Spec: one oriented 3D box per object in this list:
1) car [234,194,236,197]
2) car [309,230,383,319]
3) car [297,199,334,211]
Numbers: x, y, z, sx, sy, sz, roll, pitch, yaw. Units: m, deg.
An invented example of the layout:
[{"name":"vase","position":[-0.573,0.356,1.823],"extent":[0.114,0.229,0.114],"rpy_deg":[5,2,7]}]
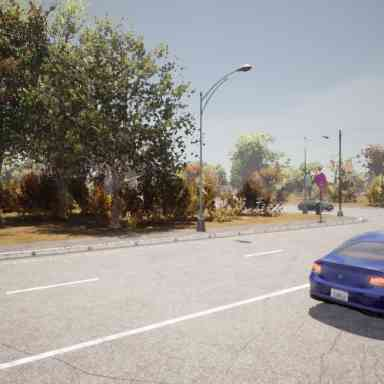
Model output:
[{"name":"car","position":[8.318,1.208,49.426],"extent":[2.150,2.045,5.566],"rpy_deg":[0,0,-33]},{"name":"car","position":[4.299,1.526,6.821],"extent":[4.674,1.442,1.812],"rpy_deg":[0,0,-36]},{"name":"car","position":[14.628,1.564,39.470],"extent":[1.994,1.385,4.181],"rpy_deg":[0,0,-32]}]
